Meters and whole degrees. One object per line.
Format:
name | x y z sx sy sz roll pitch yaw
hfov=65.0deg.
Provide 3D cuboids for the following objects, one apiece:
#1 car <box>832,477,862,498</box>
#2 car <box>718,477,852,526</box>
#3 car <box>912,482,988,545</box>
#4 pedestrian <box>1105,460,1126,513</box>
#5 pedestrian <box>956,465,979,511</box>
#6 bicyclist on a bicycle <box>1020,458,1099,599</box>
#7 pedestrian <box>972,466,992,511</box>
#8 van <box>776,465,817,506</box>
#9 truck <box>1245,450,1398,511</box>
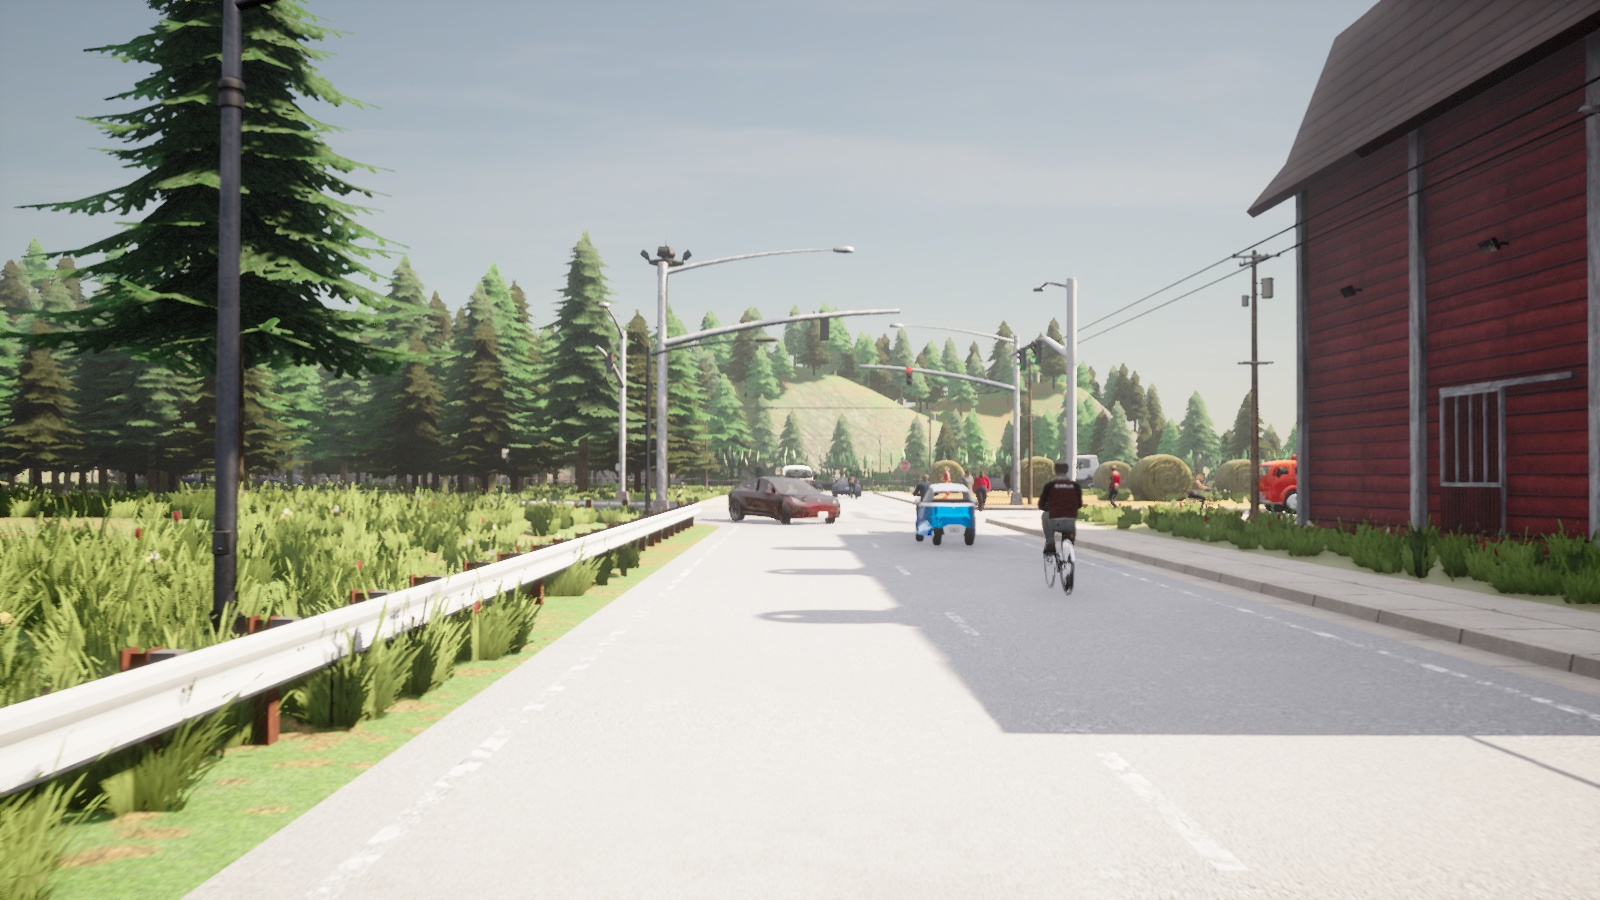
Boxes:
car | 3.283 2.625 88.419 1.994 1.385 4.181 0 -1 0
car | -0.566 1.628 40.967 2.163 1.488 4.792 1 -1 -32
car | 3.429 1.435 28.940 1.481 1.376 2.207 0 -1 0
pedestrian | 11.186 1.291 44.567 0.331 1.846 0.636 1 -1 -37
pedestrian | 7.236 1.642 54.406 0.659 1.952 0.873 0 -1 -19
bicyclist on a bicycle | 3.458 1.011 16.852 0.659 1.776 1.843 0 -1 0
pedestrian | 7.497 1.594 51.840 0.634 1.844 0.899 0 -1 -3
van | -0.163 1.854 66.007 2.069 2.038 4.480 0 -1 0
truck | 21.522 1.248 51.986 5.204 2.467 2.627 0 -1 -1
